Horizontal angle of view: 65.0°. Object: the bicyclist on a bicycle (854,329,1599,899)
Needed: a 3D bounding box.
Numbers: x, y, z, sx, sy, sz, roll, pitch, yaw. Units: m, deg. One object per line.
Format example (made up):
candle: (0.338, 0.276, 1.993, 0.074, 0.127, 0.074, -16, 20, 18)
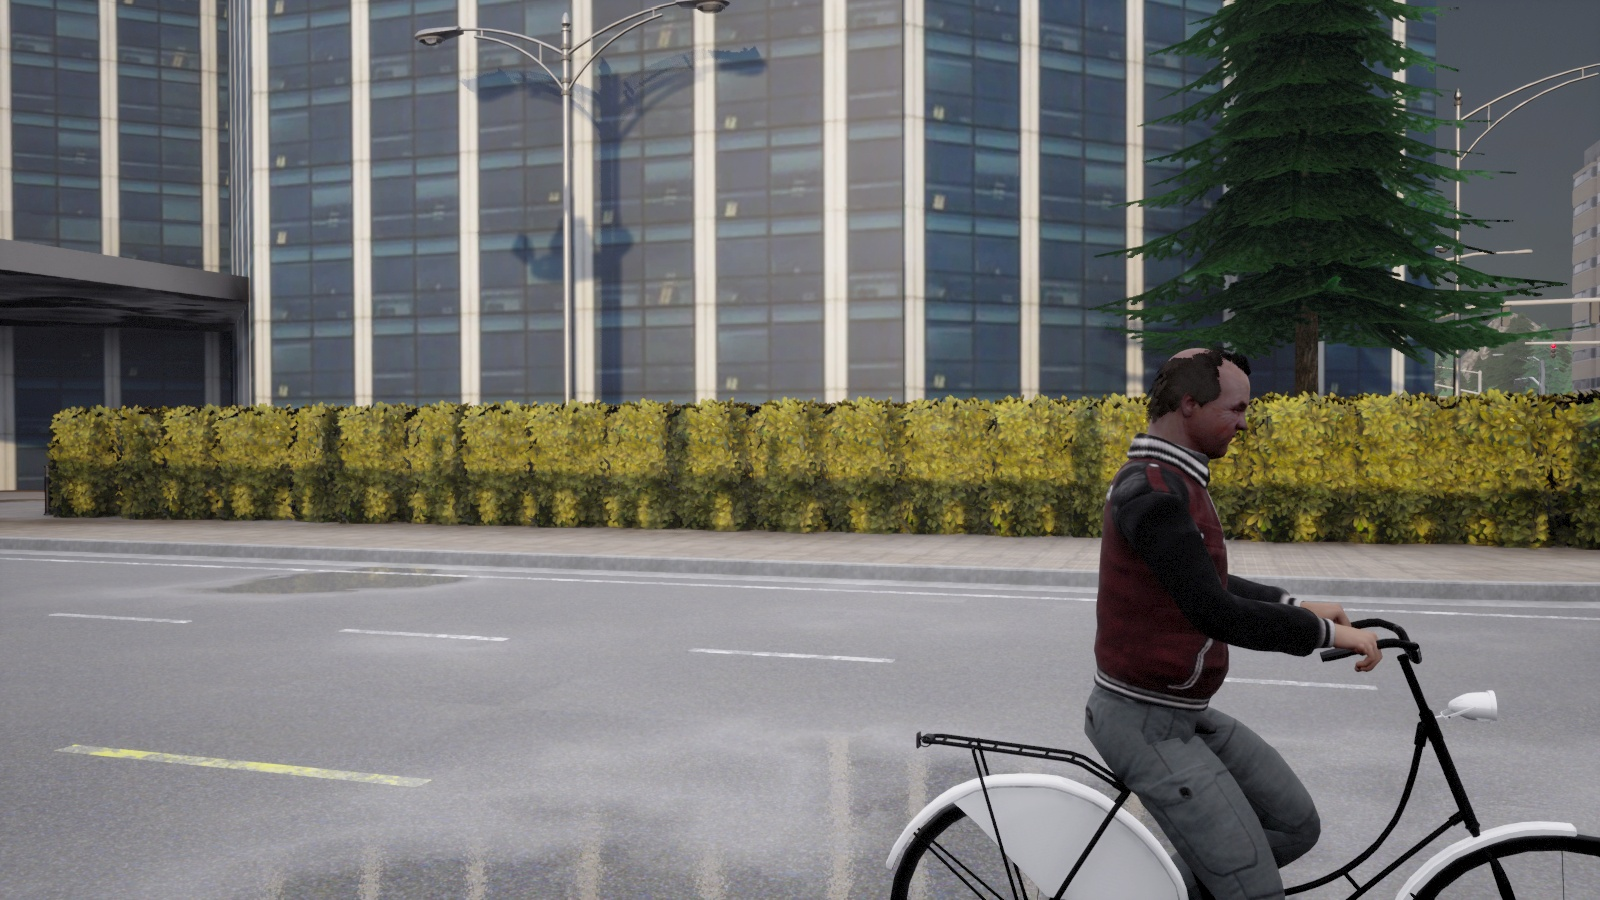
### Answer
bicyclist on a bicycle: (1.099, 0.656, 2.832, 1.843, 1.776, 0.659, 0, 1, 18)
